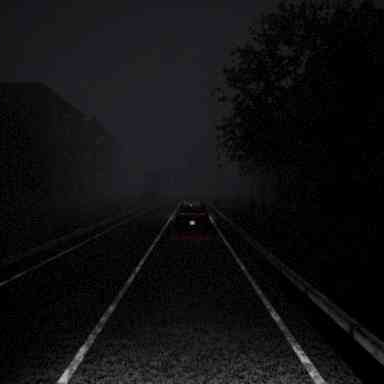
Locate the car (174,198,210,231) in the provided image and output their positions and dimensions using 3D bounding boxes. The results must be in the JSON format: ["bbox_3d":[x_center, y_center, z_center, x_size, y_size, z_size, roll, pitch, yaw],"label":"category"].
[{"bbox_3d":[0.008,1.310,19.182,2.128,1.511,4.902,0,1,0],"label":"car"}]

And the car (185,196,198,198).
[{"bbox_3d":[-0.077,1.163,38.341,1.895,1.301,4.718,0,1,0],"label":"car"}]
